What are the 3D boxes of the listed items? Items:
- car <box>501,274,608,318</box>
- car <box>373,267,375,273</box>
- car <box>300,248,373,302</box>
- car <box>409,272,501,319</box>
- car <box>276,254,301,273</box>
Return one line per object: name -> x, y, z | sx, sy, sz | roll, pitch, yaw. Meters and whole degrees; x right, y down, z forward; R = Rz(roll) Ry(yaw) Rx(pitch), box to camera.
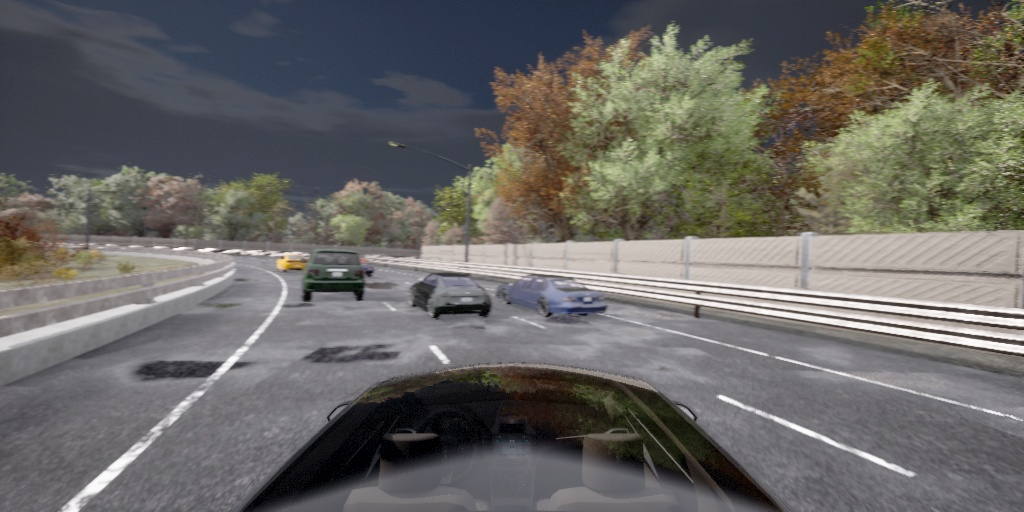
car -> 1.239, 1.393, 13.640 | 2.033, 1.411, 5.357 | 2, 0, -27
car -> -12.716, 0.965, 28.910 | 1.895, 1.301, 4.718 | 2, 0, -38
car -> -7.749, 0.724, 15.454 | 2.150, 2.045, 5.566 | 3, 0, -30
car -> -2.304, 1.268, 12.700 | 1.994, 1.385, 4.181 | 2, 0, -28
car -> -19.072, 0.603, 31.158 | 1.882, 1.535, 5.008 | 3, 0, -40
